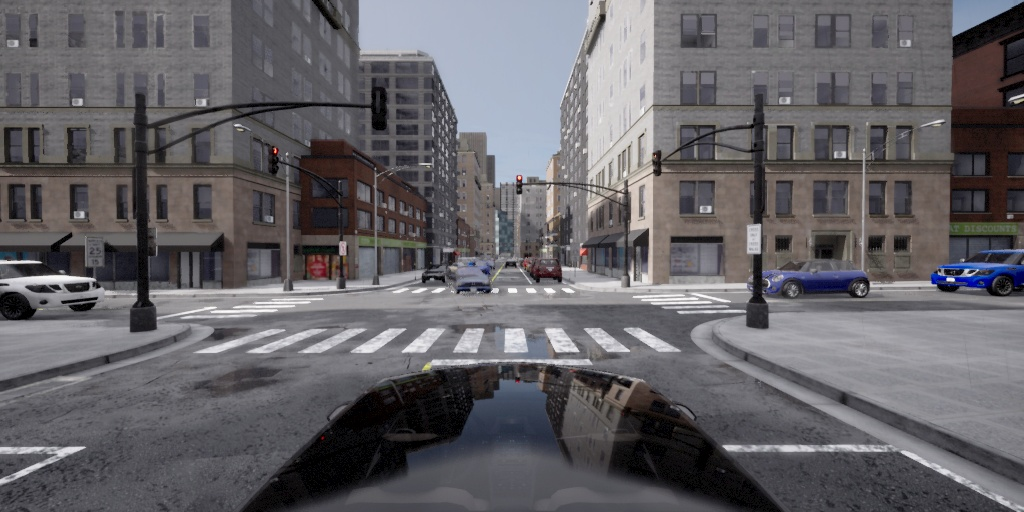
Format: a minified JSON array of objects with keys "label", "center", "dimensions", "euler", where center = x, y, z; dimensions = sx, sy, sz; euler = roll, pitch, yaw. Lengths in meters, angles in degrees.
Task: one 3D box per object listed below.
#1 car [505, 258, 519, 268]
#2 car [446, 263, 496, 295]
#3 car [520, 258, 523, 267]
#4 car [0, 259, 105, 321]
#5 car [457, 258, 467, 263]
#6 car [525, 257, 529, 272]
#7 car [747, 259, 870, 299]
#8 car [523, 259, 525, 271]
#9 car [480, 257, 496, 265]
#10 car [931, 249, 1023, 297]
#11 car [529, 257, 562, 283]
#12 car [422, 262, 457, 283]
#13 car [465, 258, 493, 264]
[{"label":"car","center":[-0.181,1.226,61.313],"dimensions":[1.882,1.535,5.008],"euler":[0,0,0]},{"label":"car","center":[-2.467,1.299,20.296],"dimensions":[2.033,1.411,5.357],"euler":[0,0,-12]},{"label":"car","center":[2.638,1.067,50.486],"dimensions":[2.192,1.841,5.009],"euler":[0,0,0]},{"label":"car","center":[-18.453,1.145,12.964],"dimensions":[5.566,2.045,2.150],"euler":[-1,1,-2]},{"label":"car","center":[-5.839,1.279,39.104],"dimensions":[1.751,1.417,4.829],"euler":[0,0,0]},{"label":"car","center":[2.714,1.069,33.729],"dimensions":[2.192,1.841,5.009],"euler":[0,0,0]},{"label":"car","center":[13.399,0.938,16.423],"dimensions":[4.553,1.767,2.097],"euler":[-1,1,-1]},{"label":"car","center":[2.663,1.279,45.071],"dimensions":[1.751,1.417,4.829],"euler":[0,0,0]},{"label":"car","center":[-3.312,1.300,51.559],"dimensions":[2.033,1.411,5.357],"euler":[0,0,0]},{"label":"car","center":[22.974,0.708,16.533],"dimensions":[5.566,2.045,2.150],"euler":[-1,1,0]},{"label":"car","center":[2.740,1.068,28.143],"dimensions":[2.192,1.841,5.009],"euler":[0,0,0]},{"label":"car","center":[-5.786,1.319,28.103],"dimensions":[1.948,1.339,4.313],"euler":[0,0,0]},{"label":"car","center":[-3.253,1.232,36.151],"dimensions":[1.882,1.535,5.008],"euler":[0,0,0]}]
